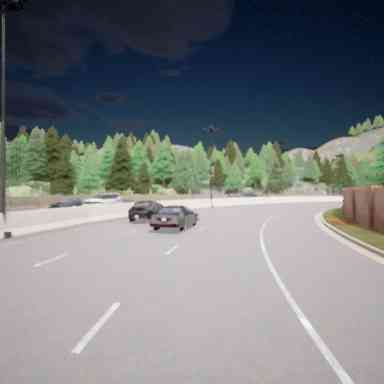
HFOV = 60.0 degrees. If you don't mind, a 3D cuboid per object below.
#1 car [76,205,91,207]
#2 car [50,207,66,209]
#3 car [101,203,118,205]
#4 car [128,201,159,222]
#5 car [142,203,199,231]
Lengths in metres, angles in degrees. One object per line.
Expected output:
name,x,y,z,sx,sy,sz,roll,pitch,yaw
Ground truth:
car,-10.199,1.123,37.984,2.150,2.045,5.566,0,0,22
car,-13.897,1.436,38.216,2.033,1.411,5.357,0,0,21
car,-7.523,1.464,35.318,2.033,1.411,5.357,0,0,21
car,-3.193,1.453,25.334,1.837,1.490,4.892,0,0,15
car,-0.951,1.512,20.239,2.033,1.411,5.357,0,0,13
